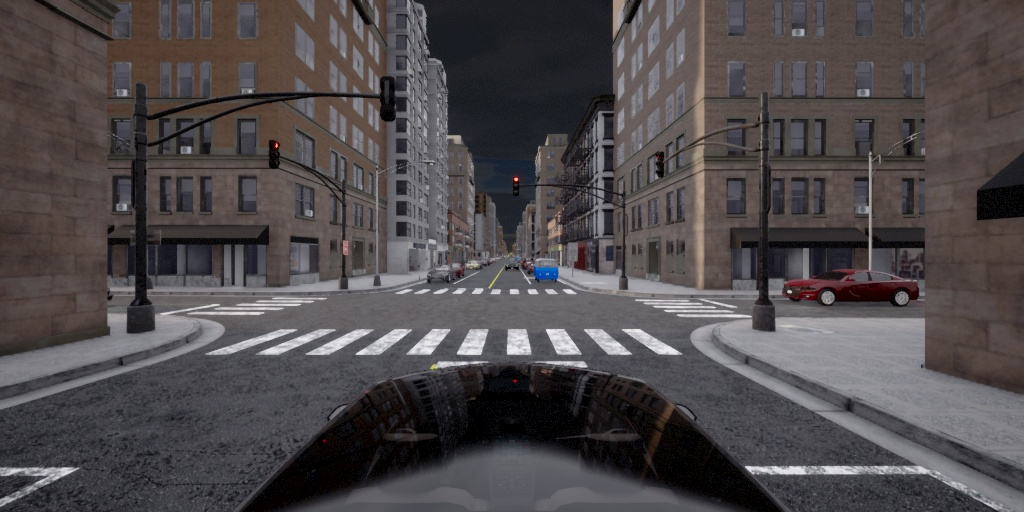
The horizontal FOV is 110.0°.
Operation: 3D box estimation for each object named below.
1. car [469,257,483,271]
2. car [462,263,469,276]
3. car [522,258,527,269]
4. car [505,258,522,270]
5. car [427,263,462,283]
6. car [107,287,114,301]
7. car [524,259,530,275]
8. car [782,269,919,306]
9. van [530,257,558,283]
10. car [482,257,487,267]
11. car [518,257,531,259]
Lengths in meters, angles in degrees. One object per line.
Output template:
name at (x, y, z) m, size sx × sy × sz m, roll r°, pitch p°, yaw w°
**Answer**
car at (-5.483, 1.269, 50.516) m, size 1.751 × 1.417 × 4.829 m, roll 0°, pitch 0°, yaw 0°
car at (-5.450, 1.293, 33.640) m, size 1.888 × 1.381 × 4.507 m, roll 0°, pitch 0°, yaw 0°
car at (2.542, 1.326, 50.708) m, size 1.802 × 1.307 × 4.207 m, roll 0°, pitch 0°, yaw 0°
car at (0.002, 1.345, 50.605) m, size 1.895 × 1.301 × 4.718 m, roll 0°, pitch 0°, yaw 0°
car at (-5.439, 1.299, 27.958) m, size 2.007 × 1.370 × 4.403 m, roll 0°, pitch 0°, yaw 0°
car at (-17.752, 1.198, 12.787) m, size 5.357 × 1.411 × 2.033 m, roll 0°, pitch 0°, yaw 0°
car at (2.564, 1.330, 39.345) m, size 1.802 × 1.307 × 4.207 m, roll 0°, pitch 0°, yaw 0°
car at (14.788, 1.326, 15.848) m, size 5.008 × 1.535 × 1.882 m, roll 0°, pitch 0°, yaw 1°
van at (2.586, 1.089, 27.982) m, size 1.690 × 1.789 × 3.998 m, roll 0°, pitch 0°, yaw 0°
car at (-5.494, 1.305, 56.368) m, size 1.948 × 1.339 × 4.313 m, roll 0°, pitch 0°, yaw 0°
car at (2.531, 1.054, 56.390) m, size 2.192 × 1.841 × 5.009 m, roll 0°, pitch 0°, yaw 0°
